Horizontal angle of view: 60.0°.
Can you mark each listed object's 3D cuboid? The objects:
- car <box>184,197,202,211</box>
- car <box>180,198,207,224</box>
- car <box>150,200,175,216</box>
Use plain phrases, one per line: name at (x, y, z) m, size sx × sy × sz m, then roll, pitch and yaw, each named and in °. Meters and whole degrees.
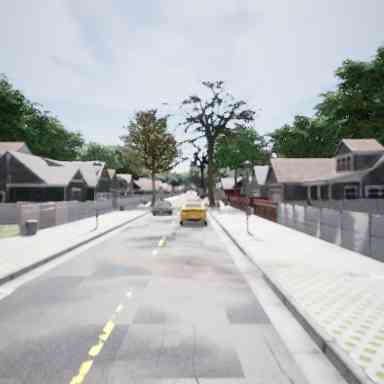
car at (0.098, 1.508, 43.009) m, size 2.128 × 1.511 × 4.902 m, roll 0°, pitch 0°, yaw 0°
car at (0.101, 1.483, 24.806) m, size 1.882 × 1.535 × 5.008 m, roll 0°, pitch 0°, yaw 0°
car at (-2.831, 1.536, 32.689) m, size 1.812 × 1.442 × 4.674 m, roll 0°, pitch 0°, yaw 0°
